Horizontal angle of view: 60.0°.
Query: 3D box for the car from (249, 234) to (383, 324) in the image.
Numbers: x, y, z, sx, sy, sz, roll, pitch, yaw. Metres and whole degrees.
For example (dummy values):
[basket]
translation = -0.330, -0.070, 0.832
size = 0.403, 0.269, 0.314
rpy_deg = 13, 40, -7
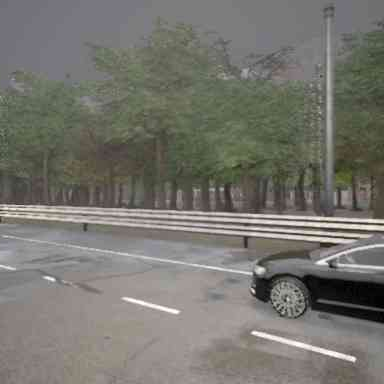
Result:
[car]
translation = 3.409, 1.493, 5.738
size = 4.902, 1.511, 2.128
rpy_deg = 0, 0, 35
